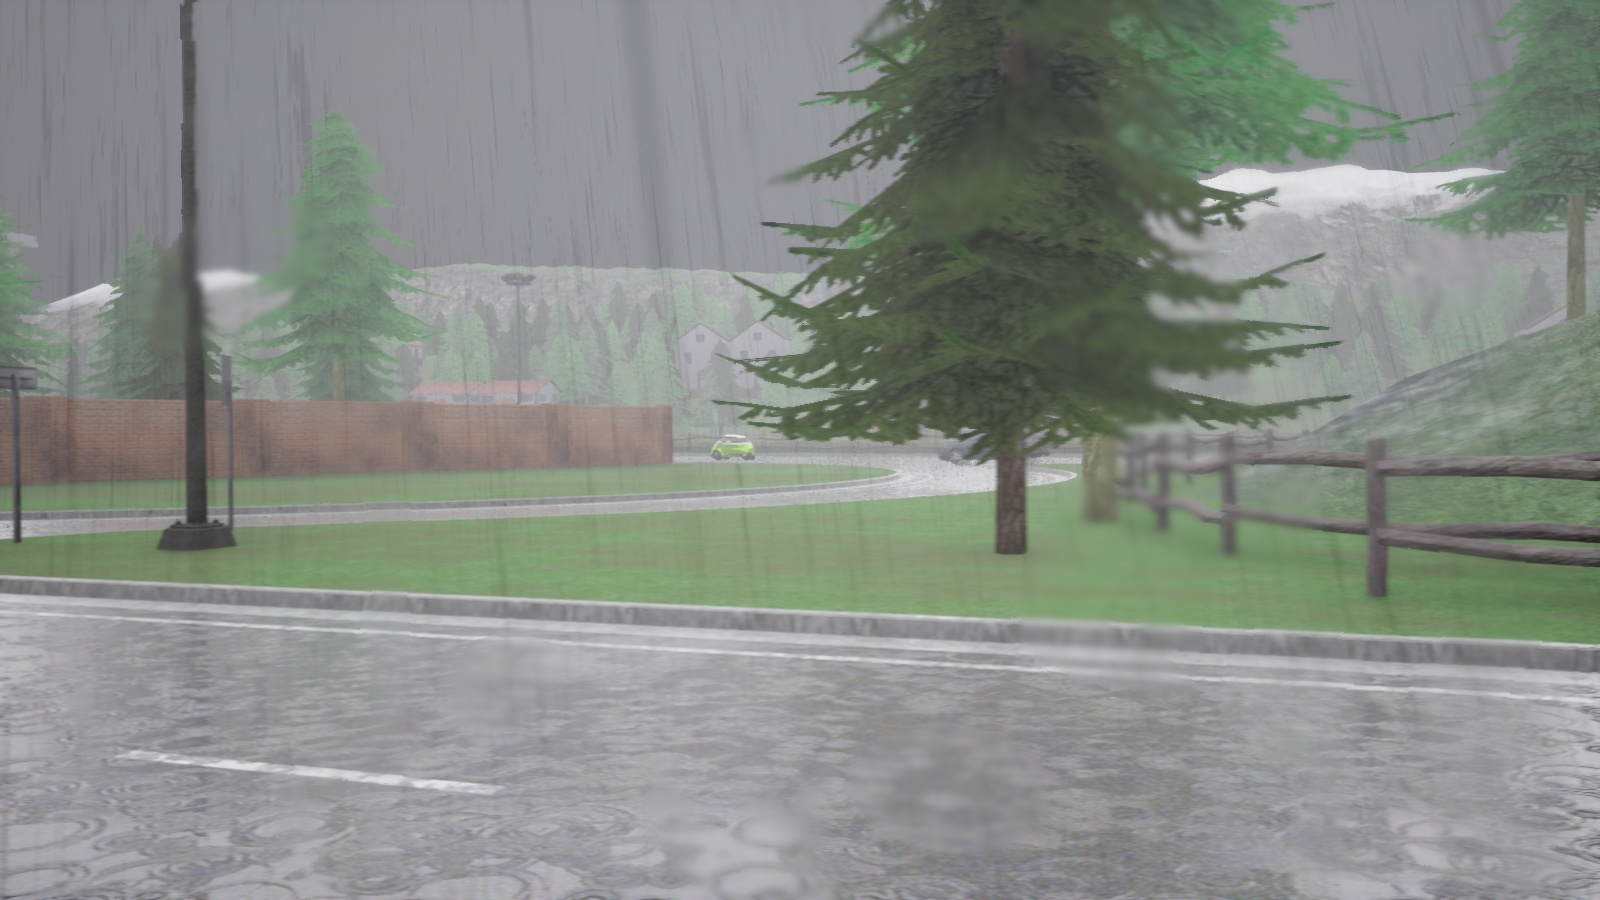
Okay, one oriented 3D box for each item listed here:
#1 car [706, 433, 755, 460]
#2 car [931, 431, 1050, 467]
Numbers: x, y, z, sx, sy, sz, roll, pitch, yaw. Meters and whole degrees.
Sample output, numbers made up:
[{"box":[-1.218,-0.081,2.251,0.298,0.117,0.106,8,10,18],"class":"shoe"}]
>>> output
[{"box":[-3.708,-0.182,66.867,2.207,1.376,1.481,1,1,19],"class":"car"},{"box":[8.402,-0.063,55.364,4.902,1.511,2.128,0,1,19],"class":"car"}]
